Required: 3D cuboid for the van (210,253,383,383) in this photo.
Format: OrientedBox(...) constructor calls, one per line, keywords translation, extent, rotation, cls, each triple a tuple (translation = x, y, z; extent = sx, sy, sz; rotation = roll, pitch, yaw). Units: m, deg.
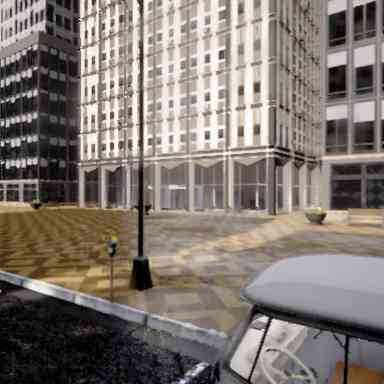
OrientedBox(translation=(1.903, 1.341, 1.509), extent=(3.998, 1.788, 1.690), rotation=(0, 0, 36), cls="van")
